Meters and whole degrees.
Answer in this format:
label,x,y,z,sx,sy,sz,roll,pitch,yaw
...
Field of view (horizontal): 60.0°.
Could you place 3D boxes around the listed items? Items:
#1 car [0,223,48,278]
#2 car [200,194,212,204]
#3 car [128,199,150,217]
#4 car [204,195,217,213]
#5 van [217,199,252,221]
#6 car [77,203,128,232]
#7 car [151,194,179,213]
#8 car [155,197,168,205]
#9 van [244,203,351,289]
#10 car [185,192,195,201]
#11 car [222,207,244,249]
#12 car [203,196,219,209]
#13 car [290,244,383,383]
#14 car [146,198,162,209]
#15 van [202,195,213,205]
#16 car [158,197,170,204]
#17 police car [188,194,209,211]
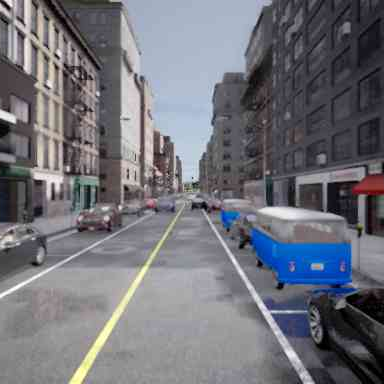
label,x,y,z,sx,sy,sz,roll,pitch,yaw
car,-5.388,1.550,8.848,2.008,1.369,4.403,0,0,0
car,2.637,1.338,63.958,2.192,1.841,5.009,0,0,0
car,-5.388,1.558,30.892,2.008,1.369,4.403,0,0,0
car,2.637,1.450,36.403,1.967,1.590,4.097,0,0,0
van,2.637,1.342,19.870,1.690,1.788,3.998,0,0,0
car,-5.388,1.442,19.870,1.967,1.590,4.097,0,0,0
car,-2.843,1.363,36.206,2.097,1.767,4.553,0,0,0
car,-5.388,1.567,58.447,1.887,1.381,4.507,0,0,0
van,2.637,1.340,8.849,1.690,1.788,3.998,0,0,0
car,0.001,1.068,74.863,2.150,2.045,5.566,0,0,0
car,2.637,1.550,14.360,2.008,1.369,4.403,0,0,0
car,2.637,1.456,47.425,1.967,1.590,4.097,0,0,0
car,2.637,1.565,3.338,1.947,1.339,4.313,0,0,0
car,-5.388,1.599,47.425,1.802,1.307,4.206,0,0,0
van,2.637,1.362,58.447,1.690,1.788,3.998,0,0,0
car,-5.388,1.590,63.958,1.947,1.339,4.313,0,0,0
police car,0.825,1.439,40.883,1.930,1.638,5.238,0,0,0
